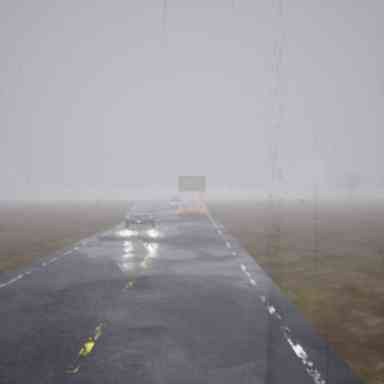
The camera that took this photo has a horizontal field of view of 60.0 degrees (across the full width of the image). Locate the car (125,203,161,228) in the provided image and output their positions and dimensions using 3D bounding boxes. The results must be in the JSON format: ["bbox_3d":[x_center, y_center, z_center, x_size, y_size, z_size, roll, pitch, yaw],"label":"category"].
[{"bbox_3d":[-3.087,1.444,21.565,1.812,1.442,4.674,0,0,0],"label":"car"}]

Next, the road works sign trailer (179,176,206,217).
[{"bbox_3d":[0.015,0.352,29.638,2.380,3.560,2.880,0,0,0],"label":"road works sign trailer"}]

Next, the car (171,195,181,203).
[{"bbox_3d":[-2.985,1.310,63.018,2.033,1.411,5.357,0,0,1],"label":"car"}]
